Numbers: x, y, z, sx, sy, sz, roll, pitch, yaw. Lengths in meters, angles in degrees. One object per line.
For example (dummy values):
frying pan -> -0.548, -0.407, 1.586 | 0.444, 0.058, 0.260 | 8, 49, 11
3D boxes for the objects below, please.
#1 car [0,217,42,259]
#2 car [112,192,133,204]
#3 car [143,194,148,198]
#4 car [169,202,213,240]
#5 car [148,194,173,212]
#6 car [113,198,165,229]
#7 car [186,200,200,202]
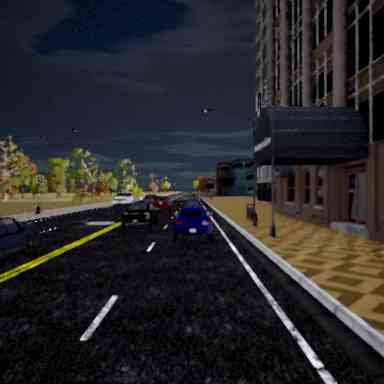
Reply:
car -> -6.606, 1.501, 10.333 | 2.033, 1.411, 5.357 | 0, 0, 0
car -> -9.846, 1.000, 47.830 | 2.150, 2.045, 5.566 | 0, 0, 0
car -> -6.583, 1.109, 52.250 | 2.097, 1.767, 4.553 | 0, 0, 0
car -> 0.058, 1.450, 16.370 | 1.812, 1.442, 4.674 | 0, 0, 1
car -> -3.163, 1.186, 35.715 | 2.097, 1.767, 4.553 | 0, 0, 0
car -> -3.158, 1.396, 20.930 | 2.128, 1.511, 4.902 | 0, 0, 0
car -> 0.073, 1.404, 31.060 | 2.033, 1.411, 5.357 | 0, 0, 0
